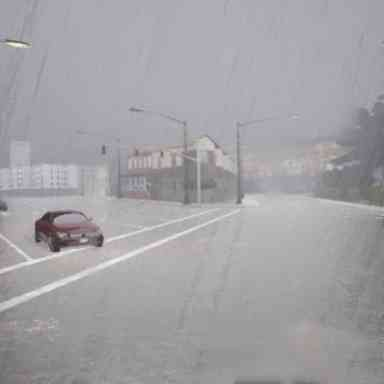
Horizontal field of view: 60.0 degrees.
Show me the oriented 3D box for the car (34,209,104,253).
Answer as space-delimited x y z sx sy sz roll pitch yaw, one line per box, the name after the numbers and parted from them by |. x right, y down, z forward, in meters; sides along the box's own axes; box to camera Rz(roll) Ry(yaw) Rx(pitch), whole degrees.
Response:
-5.224 1.470 13.748 1.812 1.442 4.674 -2 1 -36 | car

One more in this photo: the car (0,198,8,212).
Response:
-20.434 1.311 34.530 2.033 1.411 5.357 -2 2 -36 | car
